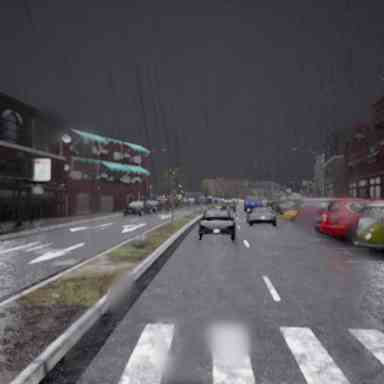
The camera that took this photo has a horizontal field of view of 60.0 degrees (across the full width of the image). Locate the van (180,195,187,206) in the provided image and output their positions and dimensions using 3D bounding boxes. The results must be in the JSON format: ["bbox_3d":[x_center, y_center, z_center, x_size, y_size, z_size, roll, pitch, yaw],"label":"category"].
[{"bbox_3d":[-2.642,1.491,51.227,1.878,1.987,4.442,0,-1,13],"label":"van"}]

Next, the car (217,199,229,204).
[{"bbox_3d":[8.194,2.513,88.570,2.002,1.452,4.674,0,-2,21],"label":"car"}]

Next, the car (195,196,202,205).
[{"bbox_3d":[-0.047,1.865,62.134,2.002,1.452,4.674,0,-1,15],"label":"car"}]

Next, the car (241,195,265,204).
[{"bbox_3d":[7.665,1.421,42.016,2.150,2.045,5.566,0,0,10],"label":"car"}]

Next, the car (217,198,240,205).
[{"bbox_3d":[4.755,1.707,42.750,1.837,1.490,4.892,0,-1,10],"label":"car"}]

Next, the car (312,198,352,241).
[{"bbox_3d":[8.848,1.371,15.289,5.566,2.045,2.435,0,0,5],"label":"car"}]

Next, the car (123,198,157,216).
[{"bbox_3d":[-5.618,1.682,35.007,2.097,1.535,5.008,0,0,9],"label":"car"}]

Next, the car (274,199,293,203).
[{"bbox_3d":[10.609,1.705,31.438,4.792,1.488,2.163,0,0,9],"label":"car"}]

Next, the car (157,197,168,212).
[{"bbox_3d":[-4.740,1.720,40.429,2.163,1.488,4.792,0,0,11],"label":"car"}]

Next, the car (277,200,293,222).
[{"bbox_3d":[9.733,1.662,26.045,5.366,1.575,1.946,0,0,7],"label":"car"}]

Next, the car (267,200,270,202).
[{"bbox_3d":[12.407,1.703,42.341,4.792,1.488,2.163,0,0,11],"label":"car"}]

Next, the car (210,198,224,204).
[{"bbox_3d":[6.361,2.308,83.472,2.231,1.521,4.892,0,-2,20],"label":"car"}]

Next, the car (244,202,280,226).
[{"bbox_3d":[5.142,1.742,25.057,1.994,1.385,4.181,0,0,6],"label":"car"}]

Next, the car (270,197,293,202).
[{"bbox_3d":[11.464,1.678,36.833,4.892,1.521,2.231,0,0,10],"label":"car"}]

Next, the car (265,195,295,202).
[{"bbox_3d":[13.474,1.433,47.703,5.566,2.045,2.435,0,0,12],"label":"car"}]

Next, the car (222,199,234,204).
[{"bbox_3d":[10.172,2.673,93.721,2.163,1.488,4.792,0,-2,22],"label":"car"}]

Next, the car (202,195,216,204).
[{"bbox_3d":[2.895,1.769,72.785,2.435,2.045,5.566,0,-1,17],"label":"car"}]

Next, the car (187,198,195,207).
[{"bbox_3d":[-1.370,1.801,56.752,2.002,1.452,4.674,0,-1,14],"label":"car"}]

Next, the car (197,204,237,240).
[{"bbox_3d":[1.385,1.634,18.091,2.128,1.511,4.902,0,0,5],"label":"car"}]

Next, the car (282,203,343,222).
[{"bbox_3d":[10.266,1.712,28.728,4.674,1.452,2.002,0,0,8],"label":"car"}]

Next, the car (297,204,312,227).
[{"bbox_3d":[9.304,1.687,20.610,4.674,1.452,2.002,0,0,6],"label":"car"}]

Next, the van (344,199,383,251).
[{"bbox_3d":[8.484,1.377,12.564,4.442,1.987,1.878,0,0,5],"label":"van"}]

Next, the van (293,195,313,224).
[{"bbox_3d":[9.714,1.432,23.296,4.442,1.987,1.878,0,0,7],"label":"van"}]

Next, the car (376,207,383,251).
[{"bbox_3d":[8.407,1.459,9.804,4.553,1.767,2.185,0,0,5],"label":"car"}]

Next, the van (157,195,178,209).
[{"bbox_3d":[-3.747,1.471,45.800,1.878,1.987,4.442,0,0,12],"label":"van"}]

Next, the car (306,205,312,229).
[{"bbox_3d":[9.024,1.665,18.010,4.792,1.488,2.163,0,0,6],"label":"car"}]

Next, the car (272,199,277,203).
[{"bbox_3d":[11.069,1.707,34.129,4.792,1.488,2.163,0,0,9],"label":"car"}]

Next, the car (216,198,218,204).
[{"bbox_3d":[4.576,2.027,78.132,2.185,1.767,4.553,0,-2,18],"label":"car"}]
